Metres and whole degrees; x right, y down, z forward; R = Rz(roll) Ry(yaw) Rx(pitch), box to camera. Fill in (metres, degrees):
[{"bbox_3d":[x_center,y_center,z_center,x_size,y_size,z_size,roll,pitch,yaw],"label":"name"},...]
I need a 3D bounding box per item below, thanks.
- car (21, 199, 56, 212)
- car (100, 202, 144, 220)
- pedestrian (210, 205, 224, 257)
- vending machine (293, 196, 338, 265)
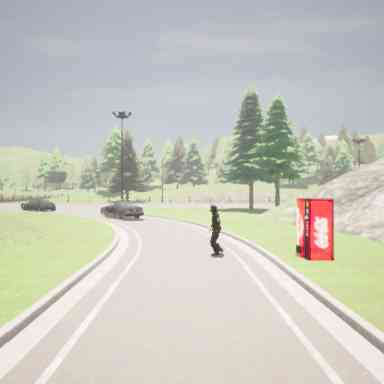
[{"bbox_3d":[-17.822,1.537,38.586,4.181,1.385,1.994,0,0,27],"label":"car"},{"bbox_3d":[-6.043,1.527,28.392,2.033,1.411,5.357,0,0,-36],"label":"car"},{"bbox_3d":[0.806,1.286,11.471,0.375,1.860,0.375,0,0,-3],"label":"pedestrian"},{"bbox_3d":[3.913,1.188,10.646,1.100,2.100,0.880,0,0,-1],"label":"vending machine"}]
